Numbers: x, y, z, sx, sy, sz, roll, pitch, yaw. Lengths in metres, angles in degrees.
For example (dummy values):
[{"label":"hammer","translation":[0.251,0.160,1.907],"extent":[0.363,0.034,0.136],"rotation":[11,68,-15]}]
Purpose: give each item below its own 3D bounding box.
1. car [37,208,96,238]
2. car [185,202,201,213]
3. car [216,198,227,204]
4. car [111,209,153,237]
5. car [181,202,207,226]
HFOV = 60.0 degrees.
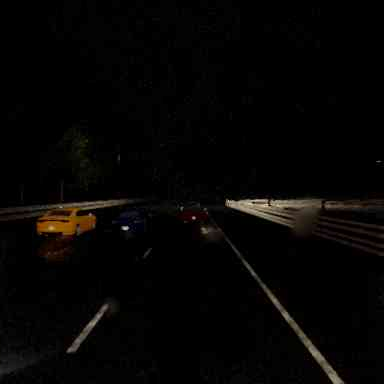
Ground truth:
[{"label":"car","translation":[-6.878,1.639,18.765],"extent":[1.882,1.535,5.008],"rotation":[0,0,0]},{"label":"car","translation":[0.154,1.925,42.110],"extent":[1.895,1.301,4.718],"rotation":[0,0,0]},{"label":"car","translation":[6.768,2.031,76.262],"extent":[2.128,1.511,4.902],"rotation":[0,-1,-9]},{"label":"car","translation":[-3.378,1.691,19.224],"extent":[1.812,1.442,4.674],"rotation":[0,0,0]},{"label":"car","translation":[0.133,1.692,25.674],"extent":[1.882,1.535,5.008],"rotation":[0,-1,0]}]
